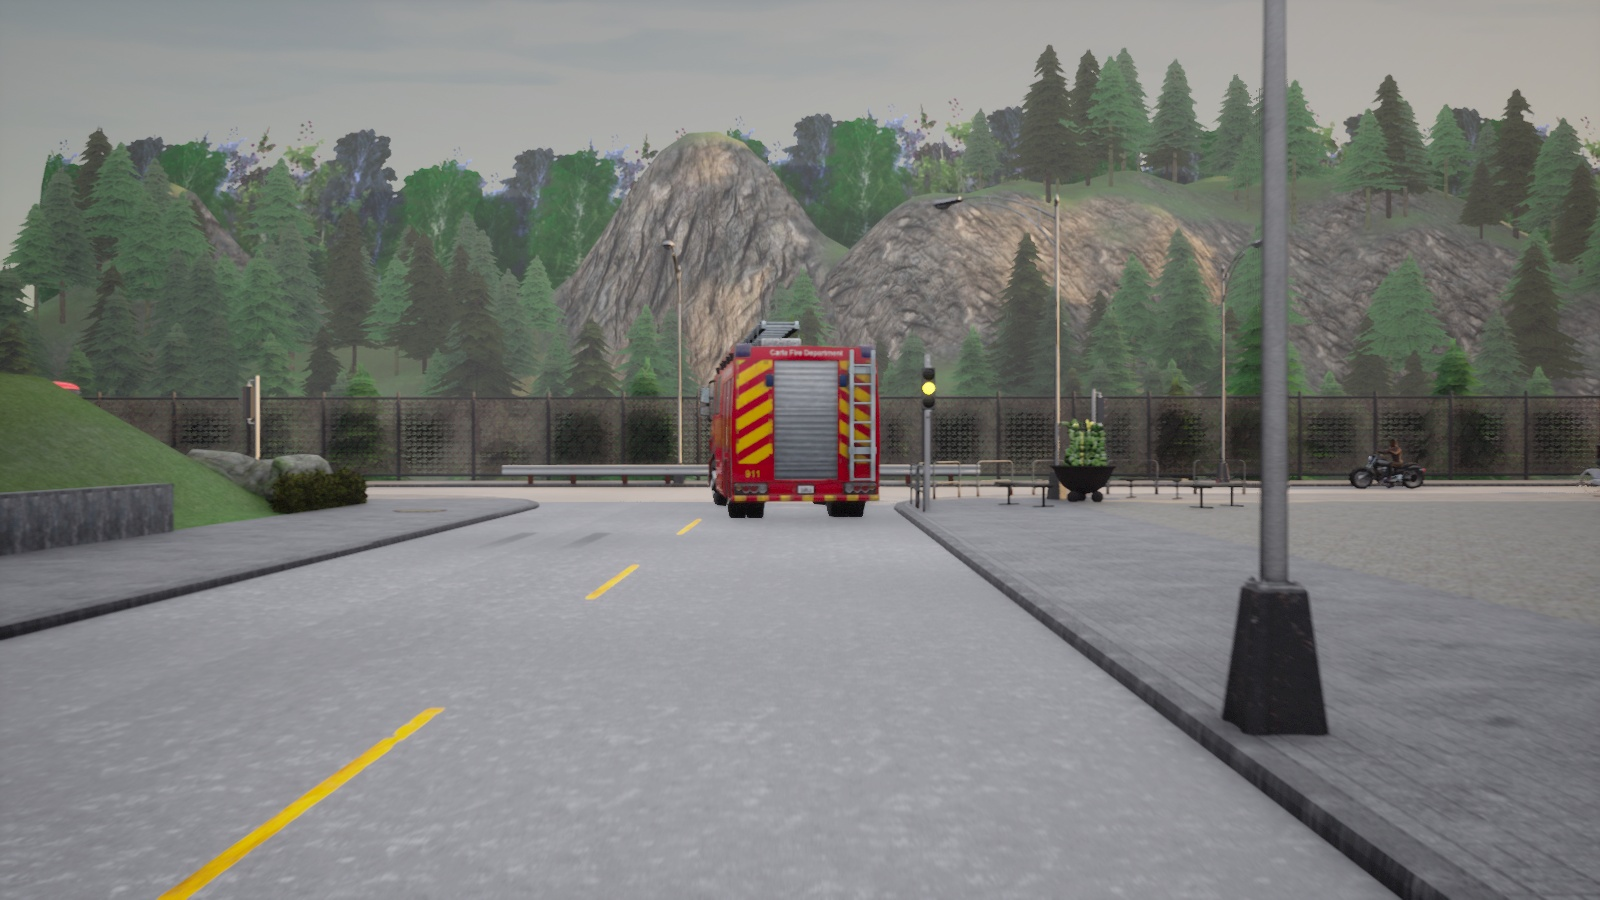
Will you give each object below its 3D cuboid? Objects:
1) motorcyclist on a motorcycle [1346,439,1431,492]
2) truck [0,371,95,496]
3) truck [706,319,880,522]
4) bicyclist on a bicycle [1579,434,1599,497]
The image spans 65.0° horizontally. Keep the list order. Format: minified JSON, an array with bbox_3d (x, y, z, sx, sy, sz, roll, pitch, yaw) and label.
[{"bbox_3d":[18.748,0.486,40.049,2.350,1.649,0.766,0,0,0],"label":"motorcyclist on a motorcycle"},{"bbox_3d":[-25.157,-0.461,36.399,7.936,3.462,2.891,0,0,3],"label":"truck"},{"bbox_3d":[-0.430,-0.576,27.978,2.891,3.827,8.468,0,0,-7],"label":"truck"},{"bbox_3d":[23.477,0.433,36.023,1.843,1.776,0.659,0,0,0],"label":"bicyclist on a bicycle"}]
